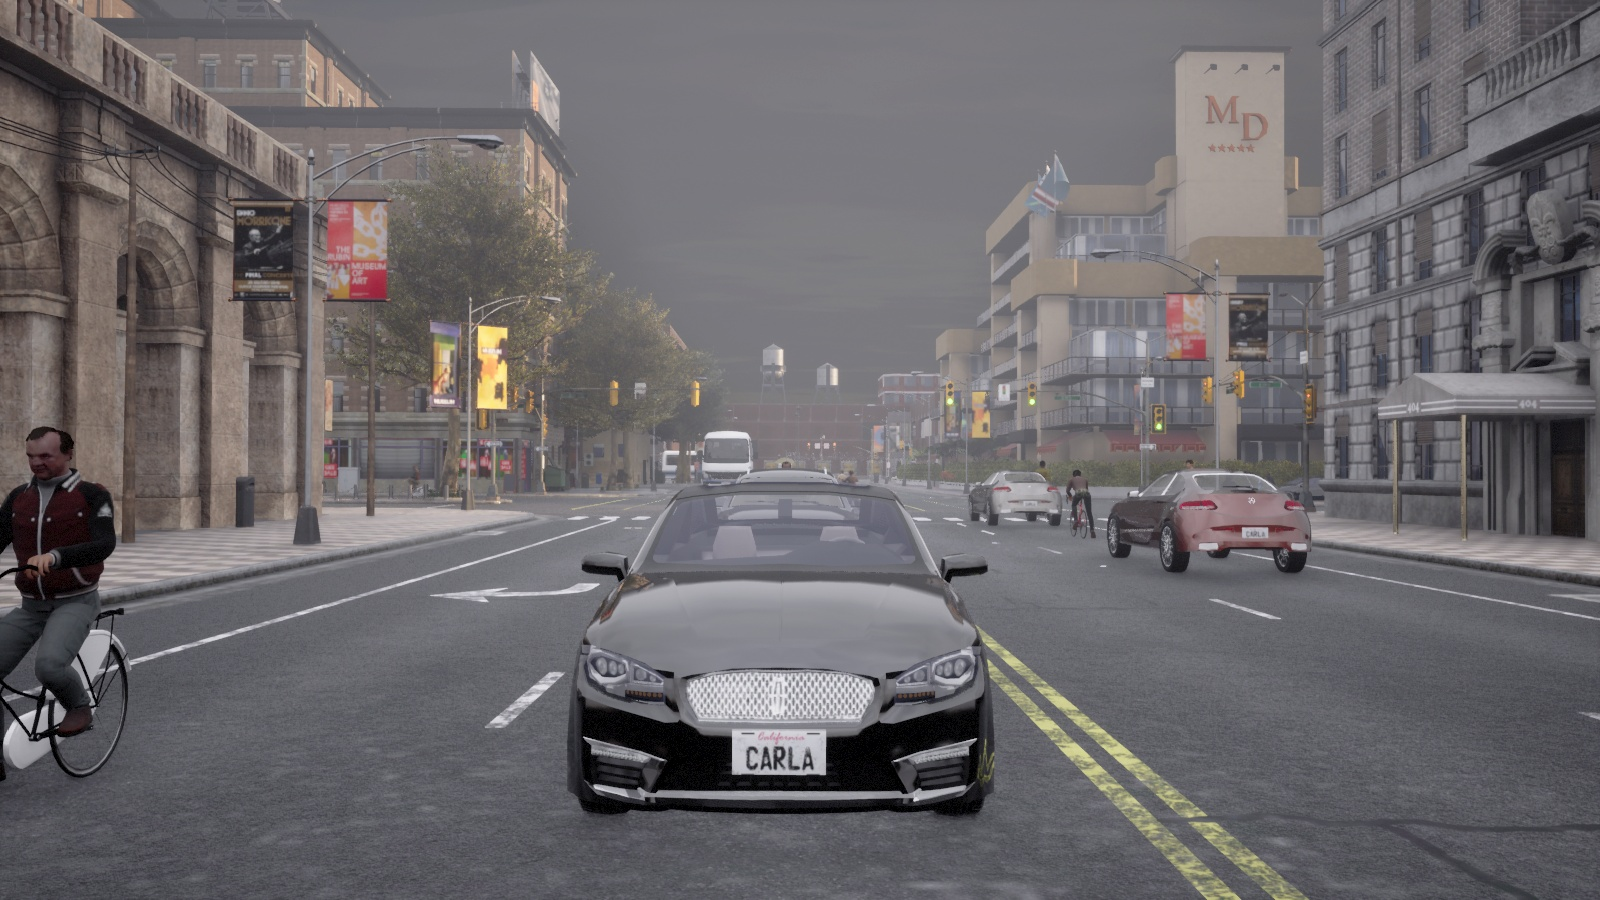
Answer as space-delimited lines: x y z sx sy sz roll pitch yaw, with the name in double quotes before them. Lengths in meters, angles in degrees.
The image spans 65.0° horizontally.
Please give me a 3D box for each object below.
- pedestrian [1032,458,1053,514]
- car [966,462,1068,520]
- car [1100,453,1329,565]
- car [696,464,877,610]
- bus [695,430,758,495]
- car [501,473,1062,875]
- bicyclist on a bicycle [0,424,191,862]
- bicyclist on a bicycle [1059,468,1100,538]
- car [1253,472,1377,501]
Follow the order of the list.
"pedestrian" 8.035 1.191 41.583 0.431 1.840 0.709 -1 -1 35
"car" 6.491 1.207 38.165 2.152 1.651 5.027 0 -1 -1
"car" 6.791 0.922 21.273 2.152 1.651 5.027 0 -1 -1
"car" -0.165 1.024 16.622 2.033 1.649 4.856 0 -1 0
"bus" -4.931 0.914 86.961 3.944 4.253 10.273 0 -1 -1
"car" -0.075 0.892 7.228 2.128 1.511 4.902 0 -1 0
"bicyclist on a bicycle" -3.575 0.796 5.776 0.659 1.776 1.843 0 -1 0
"bicyclist on a bicycle" 6.647 1.242 29.931 0.582 1.620 1.656 0 -1 -1
"car" 25.783 1.814 63.007 5.357 1.411 2.033 0 -1 -1
